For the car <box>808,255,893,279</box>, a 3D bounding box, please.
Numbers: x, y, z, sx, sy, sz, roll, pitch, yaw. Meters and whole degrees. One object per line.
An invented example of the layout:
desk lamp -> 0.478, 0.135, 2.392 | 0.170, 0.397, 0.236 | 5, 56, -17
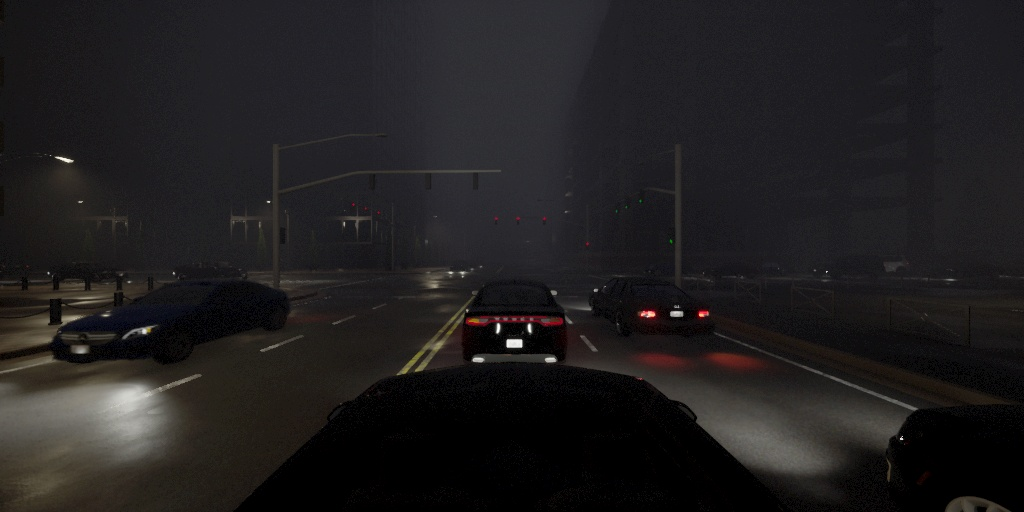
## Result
car -> 29.420, 0.916, 31.558 | 5.566, 2.045, 2.150 | 0, 0, 0

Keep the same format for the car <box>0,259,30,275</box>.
car -> -50.094, 1.047, 34.773 | 4.553, 1.767, 2.097 | 0, 0, 1

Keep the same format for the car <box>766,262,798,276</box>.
car -> 24.698, 1.242, 35.044 | 5.357, 1.411, 2.033 | 0, 0, 0

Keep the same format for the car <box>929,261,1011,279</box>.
car -> 39.912, 1.172, 31.575 | 5.008, 1.535, 1.882 | 0, 0, 0

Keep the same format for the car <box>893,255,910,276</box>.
car -> 35.391, 0.914, 35.075 | 5.566, 2.045, 2.150 | 0, 0, 0

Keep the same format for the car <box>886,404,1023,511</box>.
car -> 3.600, 1.255, 0.511 | 1.837, 1.490, 4.892 | 0, 0, 0

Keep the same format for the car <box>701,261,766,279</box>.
car -> 19.154, 1.220, 31.503 | 4.674, 1.442, 1.812 | 0, 0, 0

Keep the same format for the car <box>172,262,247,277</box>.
car -> -22.915, 1.186, 27.374 | 4.902, 1.511, 2.128 | 0, 0, 0

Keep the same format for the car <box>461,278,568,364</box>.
car -> 0.055, 1.228, 8.124 | 1.882, 1.535, 5.008 | 0, 0, 0

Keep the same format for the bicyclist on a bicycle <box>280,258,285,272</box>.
bicyclist on a bicycle -> -25.408, 0.995, 39.334 | 0.582, 1.620, 1.656 | 0, 0, 0

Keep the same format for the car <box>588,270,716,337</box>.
car -> 3.571, 1.297, 10.248 | 2.033, 1.411, 5.357 | 0, 0, 0

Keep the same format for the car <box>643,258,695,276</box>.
car -> 15.230, 1.046, 35.031 | 4.553, 1.767, 2.097 | 0, 0, 0

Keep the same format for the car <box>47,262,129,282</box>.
car -> -32.303, 1.186, 27.413 | 4.902, 1.511, 2.128 | 0, 0, 0

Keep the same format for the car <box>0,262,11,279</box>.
car -> -42.273, 1.295, 27.516 | 4.718, 1.301, 1.895 | 0, 0, 1

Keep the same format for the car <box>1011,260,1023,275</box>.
car -> 51.016, 1.087, 35.031 | 4.553, 1.767, 2.097 | 0, 0, 0

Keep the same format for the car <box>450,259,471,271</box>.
car -> -7.093, 1.227, 48.512 | 1.882, 1.535, 5.008 | 0, 0, 0

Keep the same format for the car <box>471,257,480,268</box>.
car -> -7.076, 1.297, 60.475 | 2.033, 1.411, 5.357 | 0, 0, 0

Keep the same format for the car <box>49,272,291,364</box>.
car -> -7.099, 1.276, 8.227 | 1.812, 1.442, 4.674 | 0, 0, 0
